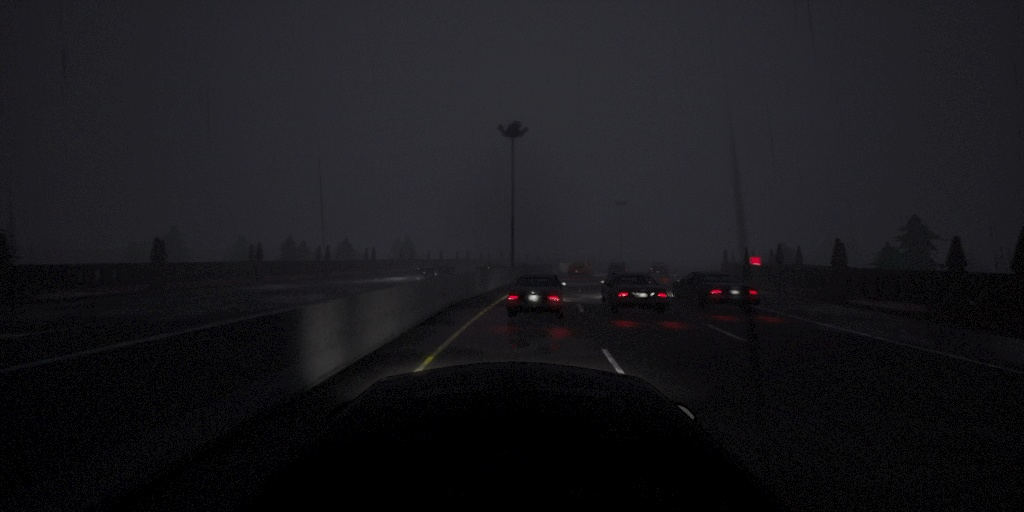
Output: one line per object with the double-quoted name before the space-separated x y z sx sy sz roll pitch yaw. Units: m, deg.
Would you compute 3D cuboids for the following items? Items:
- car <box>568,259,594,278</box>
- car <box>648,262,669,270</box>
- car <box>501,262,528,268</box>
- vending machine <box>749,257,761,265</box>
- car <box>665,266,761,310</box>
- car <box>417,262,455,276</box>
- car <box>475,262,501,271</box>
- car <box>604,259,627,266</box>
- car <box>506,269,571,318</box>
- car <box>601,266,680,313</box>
"car" 6.869 1.264 35.458 1.882 1.535 5.008 0 0 21
"car" 15.086 1.349 36.936 1.812 1.442 4.674 0 0 24
"car" 0.865 1.325 39.689 1.994 1.385 4.181 0 0 23
"vending machine" 20.829 1.043 30.928 1.100 2.100 0.880 0 0 22
"car" 8.327 1.337 15.157 2.033 1.411 5.357 0 0 10
"car" -7.773 1.323 36.815 1.895 1.301 4.718 0 0 20
"car" -2.394 1.347 41.064 1.895 1.301 4.718 0 0 23
"car" 10.381 1.307 34.815 1.837 1.490 4.892 0 0 22
"car" 0.965 1.304 13.112 2.033 1.411 5.357 0 0 8
"car" 4.635 1.320 14.128 2.033 1.411 5.357 0 0 9
